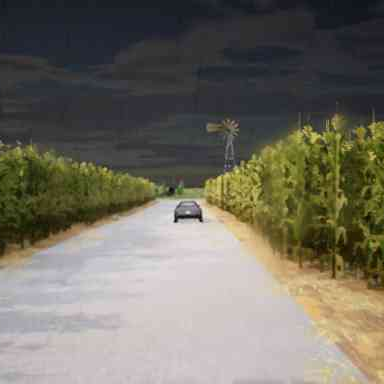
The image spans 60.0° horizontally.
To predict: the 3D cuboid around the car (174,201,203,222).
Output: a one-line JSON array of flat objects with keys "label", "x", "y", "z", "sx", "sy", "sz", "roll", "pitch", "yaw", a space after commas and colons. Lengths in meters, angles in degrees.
[{"label": "car", "x": -0.275, "y": 1.326, "z": 23.965, "sx": 1.994, "sy": 1.385, "sz": 4.181, "roll": -1, "pitch": 0, "yaw": -1}]
